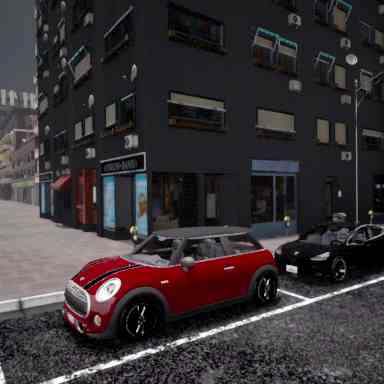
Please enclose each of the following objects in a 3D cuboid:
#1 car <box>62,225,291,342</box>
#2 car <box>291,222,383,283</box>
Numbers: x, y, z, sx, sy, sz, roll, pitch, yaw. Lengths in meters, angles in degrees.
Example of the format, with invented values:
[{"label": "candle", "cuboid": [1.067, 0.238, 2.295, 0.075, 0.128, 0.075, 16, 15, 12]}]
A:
[{"label": "car", "cuboid": [-0.280, 1.439, 6.377, 4.097, 1.590, 1.967, 0, -1, -36]}, {"label": "car", "cuboid": [4.278, 1.564, 9.632, 4.313, 1.339, 1.947, 0, -1, -36]}]
